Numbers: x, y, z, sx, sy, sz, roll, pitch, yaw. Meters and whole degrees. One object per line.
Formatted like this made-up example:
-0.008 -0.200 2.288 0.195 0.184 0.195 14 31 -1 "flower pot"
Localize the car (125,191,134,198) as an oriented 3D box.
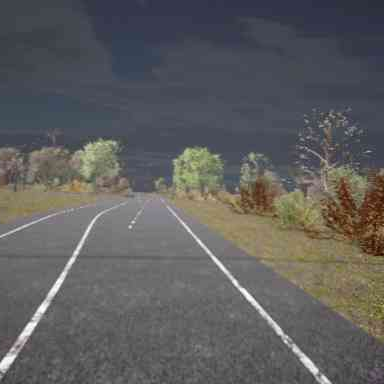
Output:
-17.105 0.738 91.153 2.150 2.045 5.566 2 0 -7 "car"
